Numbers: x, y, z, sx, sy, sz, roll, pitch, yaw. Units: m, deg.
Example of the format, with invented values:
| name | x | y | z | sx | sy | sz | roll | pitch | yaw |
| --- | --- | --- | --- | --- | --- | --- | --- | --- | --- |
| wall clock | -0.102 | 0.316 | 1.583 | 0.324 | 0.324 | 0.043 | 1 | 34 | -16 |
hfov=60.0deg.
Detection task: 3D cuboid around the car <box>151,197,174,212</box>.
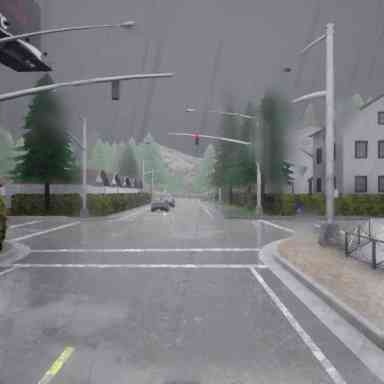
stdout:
| name | x | y | z | sx | sy | sz | roll | pitch | yaw |
| --- | --- | --- | --- | --- | --- | --- | --- | --- | --- |
| car | -3.568 | 1.547 | 38.440 | 2.033 | 1.411 | 5.357 | 0 | 0 | 0 |
